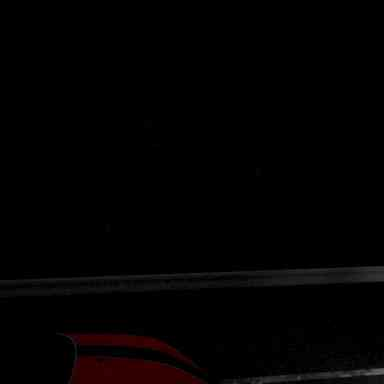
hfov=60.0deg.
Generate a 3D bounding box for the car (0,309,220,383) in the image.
[{"bbox_3d":[-1.835,1.352,1.684,4.553,1.767,2.097,0,0,-7],"label":"car"}]
